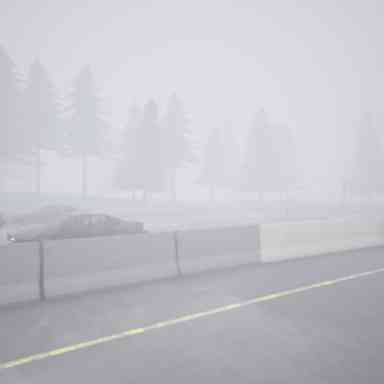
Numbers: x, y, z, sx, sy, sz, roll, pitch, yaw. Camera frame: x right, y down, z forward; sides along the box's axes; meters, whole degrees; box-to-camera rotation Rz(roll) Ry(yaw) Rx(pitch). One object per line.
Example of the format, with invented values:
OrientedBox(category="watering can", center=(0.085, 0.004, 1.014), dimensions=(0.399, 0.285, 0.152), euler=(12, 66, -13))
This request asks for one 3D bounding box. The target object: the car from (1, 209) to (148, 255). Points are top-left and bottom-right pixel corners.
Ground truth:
OrientedBox(category="car", center=(-4.512, 1.549, 13.556), dimensions=(5.357, 1.411, 2.033), euler=(0, 0, -34))

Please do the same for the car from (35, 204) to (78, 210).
OrientedBox(category="car", center=(-9.517, 1.546, 22.840), dimensions=(5.357, 1.411, 2.033), euler=(0, 0, -34))

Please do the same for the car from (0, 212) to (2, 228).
OrientedBox(category="car", center=(-12.093, 1.481, 16.792), dimensions=(4.902, 1.511, 2.128), euler=(0, 0, -35))
